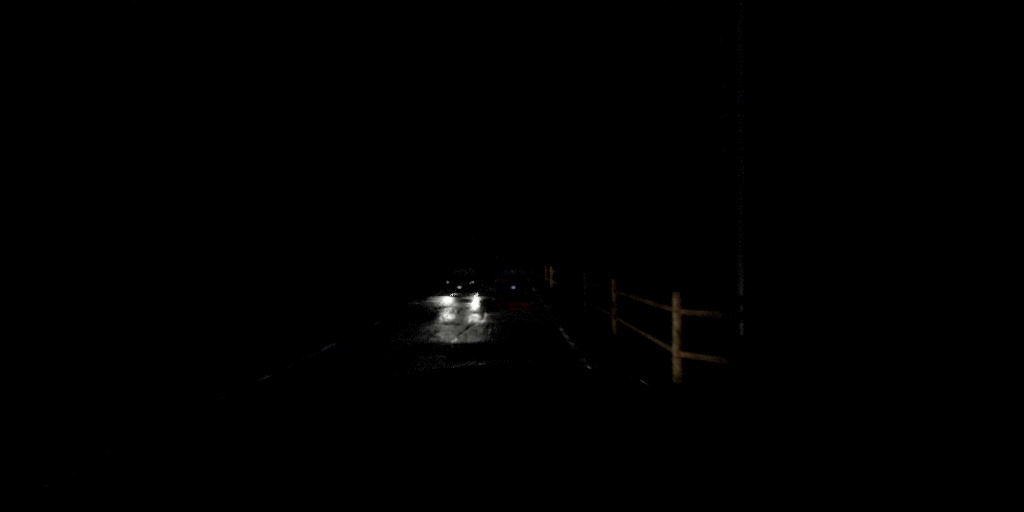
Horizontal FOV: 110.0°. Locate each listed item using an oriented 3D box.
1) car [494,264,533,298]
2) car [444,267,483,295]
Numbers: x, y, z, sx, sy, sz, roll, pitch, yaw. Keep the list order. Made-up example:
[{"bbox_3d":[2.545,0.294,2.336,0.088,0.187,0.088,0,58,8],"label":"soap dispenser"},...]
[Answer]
[{"bbox_3d":[0.070,1.331,19.398,1.882,1.535,5.008,0,0,0],"label":"car"},{"bbox_3d":[-2.771,1.397,21.206,1.812,1.442,4.674,0,0,0],"label":"car"}]
